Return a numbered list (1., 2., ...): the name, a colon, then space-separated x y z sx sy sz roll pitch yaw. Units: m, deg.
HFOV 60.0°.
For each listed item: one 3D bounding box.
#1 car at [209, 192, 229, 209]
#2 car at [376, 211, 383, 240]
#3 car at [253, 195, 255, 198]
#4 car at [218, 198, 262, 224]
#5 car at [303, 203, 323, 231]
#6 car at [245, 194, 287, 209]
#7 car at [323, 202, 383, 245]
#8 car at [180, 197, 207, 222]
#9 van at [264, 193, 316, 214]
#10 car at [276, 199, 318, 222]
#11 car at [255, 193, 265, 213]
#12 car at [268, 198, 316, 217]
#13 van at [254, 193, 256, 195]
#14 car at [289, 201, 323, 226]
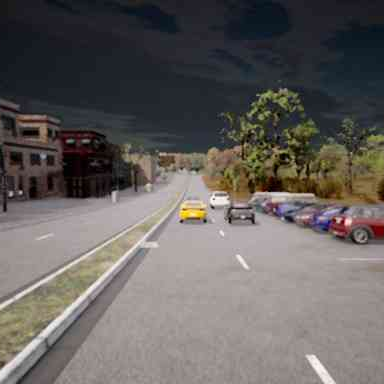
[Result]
1. car: 3.352 0.949 41.019 2.150 2.045 5.566 0 1 0
2. car: 8.605 1.486 9.586 5.366 1.575 1.946 0 0 0
3. car: 8.789 1.315 34.379 4.892 1.521 2.231 0 1 0
4. car: 3.345 1.429 24.216 2.128 1.511 4.902 0 0 0
5. car: 8.789 1.502 17.851 4.674 1.452 2.002 0 0 0
6. car: 8.826 1.104 39.888 4.553 1.767 2.185 0 1 0
7. car: 8.760 1.351 15.088 4.553 1.767 2.185 0 0 0
8. car: 0.096 1.408 25.409 1.882 1.535 5.008 0 0 0
9. van: 8.910 1.153 28.865 4.442 1.987 1.878 0 1 0
10. car: 8.763 1.458 23.363 4.792 1.488 2.163 0 1 0
11. car: 8.763 1.222 31.750 4.553 1.767 2.185 0 1 0
12. car: 8.823 1.433 26.115 4.792 1.488 2.163 0 1 0
13. van: 8.679 1.050 37.134 4.442 1.987 1.878 0 1 0
14. car: 8.795 1.487 20.604 4.674 1.452 2.002 0 0 0
